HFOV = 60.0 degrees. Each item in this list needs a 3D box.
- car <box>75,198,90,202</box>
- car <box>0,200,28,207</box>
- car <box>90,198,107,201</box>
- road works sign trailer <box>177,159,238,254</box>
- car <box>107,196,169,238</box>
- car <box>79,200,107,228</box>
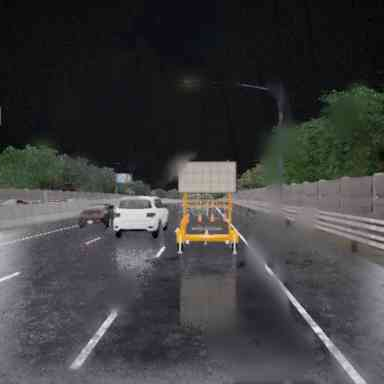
[{"bbox_3d":[-18.743,1.825,57.414,1.882,1.535,5.008,0,-1,3],"label":"car"},{"bbox_3d":[-22.809,1.728,42.492,1.812,1.442,4.674,0,0,3],"label":"car"},{"bbox_3d":[-15.261,1.821,56.915,1.882,1.535,5.008,0,-1,3],"label":"car"},{"bbox_3d":[0.617,0.469,13.570,2.380,3.560,2.880,0,0,2],"label":"road works sign trailer"},{"bbox_3d":[-2.601,1.242,18.096,2.150,2.045,5.566,0,0,3],"label":"car"},{"bbox_3d":[-5.953,1.542,22.192,1.837,1.490,4.892,0,0,2],"label":"car"}]
